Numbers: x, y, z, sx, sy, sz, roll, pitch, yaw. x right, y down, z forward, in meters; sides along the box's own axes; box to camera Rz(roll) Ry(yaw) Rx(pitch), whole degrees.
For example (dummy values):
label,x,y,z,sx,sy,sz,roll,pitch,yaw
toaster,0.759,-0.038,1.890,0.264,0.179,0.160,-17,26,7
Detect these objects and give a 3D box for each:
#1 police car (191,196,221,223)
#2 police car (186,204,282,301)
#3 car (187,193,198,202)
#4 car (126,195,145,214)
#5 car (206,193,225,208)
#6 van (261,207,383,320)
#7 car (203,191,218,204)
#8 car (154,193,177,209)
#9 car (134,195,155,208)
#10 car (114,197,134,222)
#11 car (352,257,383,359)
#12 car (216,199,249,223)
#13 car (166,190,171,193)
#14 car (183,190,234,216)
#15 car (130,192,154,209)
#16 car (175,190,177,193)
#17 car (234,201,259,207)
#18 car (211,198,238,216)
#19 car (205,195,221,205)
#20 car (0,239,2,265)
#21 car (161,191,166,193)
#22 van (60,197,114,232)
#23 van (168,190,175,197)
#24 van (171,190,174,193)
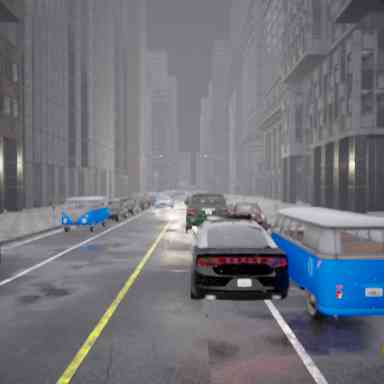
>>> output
label,x,y,z,sx,sy,sz,roll,pitch,yaw
police car,0.931,1.169,24.327,1.930,1.638,5.238,0,1,0
police car,0.910,1.336,8.328,1.930,1.638,5.238,0,1,0
car,0.075,0.896,58.061,1.837,1.490,4.892,0,1,0
car,-5.727,1.256,29.446,1.947,1.339,4.313,0,1,0
car,2.812,1.012,40.716,1.967,1.590,4.097,0,1,0
van,2.767,1.267,6.899,1.690,1.788,3.998,0,1,0
car,2.827,0.770,51.987,2.192,1.841,5.009,0,1,0
car,-3.032,1.133,37.372,1.812,1.442,4.674,0,1,0
car,-5.712,1.117,40.719,1.887,1.381,4.507,0,1,0
car,-5.735,1.315,23.809,1.947,1.339,4.313,0,1,0
car,2.761,1.509,1.435,1.752,1.417,4.829,0,1,0
car,2.790,1.272,23.979,1.752,1.417,4.829,0,1,0
car,-5.683,0.777,63.263,1.967,1.590,4.097,0,1,0
car,0.756,1.023,18.238,2.150,2.045,5.566,0,1,0
car,-5.721,0.946,35.079,2.192,1.841,5.009,0,1,0
car,-5.653,0.656,85.809,2.008,1.369,4.403,0,1,0
car,2.783,1.248,18.172,1.967,1.590,4.097,0,1,0
car,2.798,1.241,29.445,2.008,1.369,4.403,0,1,0
car,2.820,1.079,46.353,1.947,1.339,4.313,0,1,0
car,-5.757,1.492,6.900,1.947,1.339,4.313,0,1,0
car,-5.698,0.895,51.990,1.967,1.590,4.097,0,1,0
van,-5.743,1.149,18.171,1.690,1.788,3.998,0,1,0
van,-5.647,0.390,91.443,1.690,1.788,3.998,0,1,0
van,-5.669,0.561,74.535,1.690,1.788,3.998,0,1,0
